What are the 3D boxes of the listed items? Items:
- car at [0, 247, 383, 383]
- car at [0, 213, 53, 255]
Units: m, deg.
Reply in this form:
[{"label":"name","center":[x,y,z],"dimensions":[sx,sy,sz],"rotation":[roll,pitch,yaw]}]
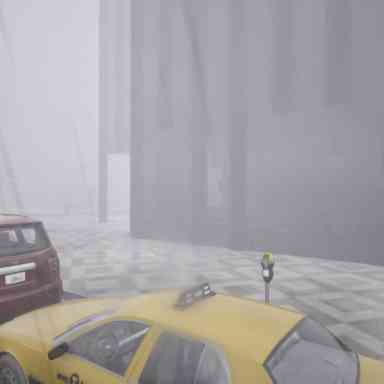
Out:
[{"label":"car","center":[-0.185,1.525,3.093],"dimensions":[4.829,1.417,1.752],"rotation":[0,0,36]},{"label":"car","center":[-4.461,1.314,6.148],"dimensions":[5.009,1.841,2.192],"rotation":[0,0,36]}]
